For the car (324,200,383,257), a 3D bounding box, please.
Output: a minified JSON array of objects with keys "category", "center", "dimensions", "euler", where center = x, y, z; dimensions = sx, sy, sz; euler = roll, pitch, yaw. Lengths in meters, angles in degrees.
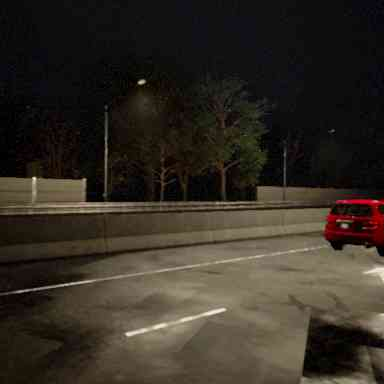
[{"category":"car","center":[7.760,1.351,13.705],"dimensions":[5.566,2.045,2.150],"euler":[1,0,-35]}]
